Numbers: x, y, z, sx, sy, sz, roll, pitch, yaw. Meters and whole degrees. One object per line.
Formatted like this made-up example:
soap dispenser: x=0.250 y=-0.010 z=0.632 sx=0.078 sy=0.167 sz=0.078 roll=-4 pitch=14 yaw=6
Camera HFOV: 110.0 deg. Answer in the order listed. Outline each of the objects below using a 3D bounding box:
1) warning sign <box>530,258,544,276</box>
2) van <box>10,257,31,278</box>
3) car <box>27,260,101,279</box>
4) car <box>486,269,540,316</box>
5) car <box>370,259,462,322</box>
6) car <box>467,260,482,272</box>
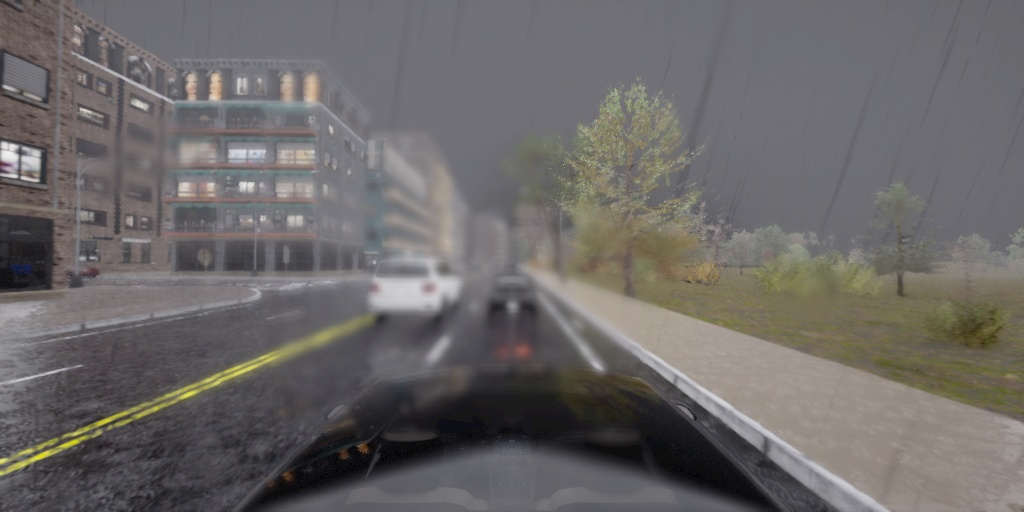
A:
warning sign: x=2.851 y=1.430 z=43.326 sx=1.300 sy=1.860 sz=1.060 roll=0 pitch=0 yaw=0
van: x=-43.293 y=0.935 z=30.249 sx=3.998 sy=1.789 sz=1.690 roll=0 pitch=0 yaw=-2
car: x=-37.673 y=1.265 z=30.477 sx=4.207 sy=1.307 sz=1.802 roll=0 pitch=0 yaw=-2
car: x=0.045 y=1.425 z=14.178 sx=1.837 sy=1.490 sz=4.892 roll=0 pitch=0 yaw=0
car: x=-3.214 y=1.127 z=13.083 sx=2.150 sy=2.045 sz=5.566 roll=0 pitch=-1 yaw=0
car: x=-6.529 y=1.804 z=62.928 sx=2.150 sy=2.045 sz=5.566 roll=0 pitch=-1 yaw=1
